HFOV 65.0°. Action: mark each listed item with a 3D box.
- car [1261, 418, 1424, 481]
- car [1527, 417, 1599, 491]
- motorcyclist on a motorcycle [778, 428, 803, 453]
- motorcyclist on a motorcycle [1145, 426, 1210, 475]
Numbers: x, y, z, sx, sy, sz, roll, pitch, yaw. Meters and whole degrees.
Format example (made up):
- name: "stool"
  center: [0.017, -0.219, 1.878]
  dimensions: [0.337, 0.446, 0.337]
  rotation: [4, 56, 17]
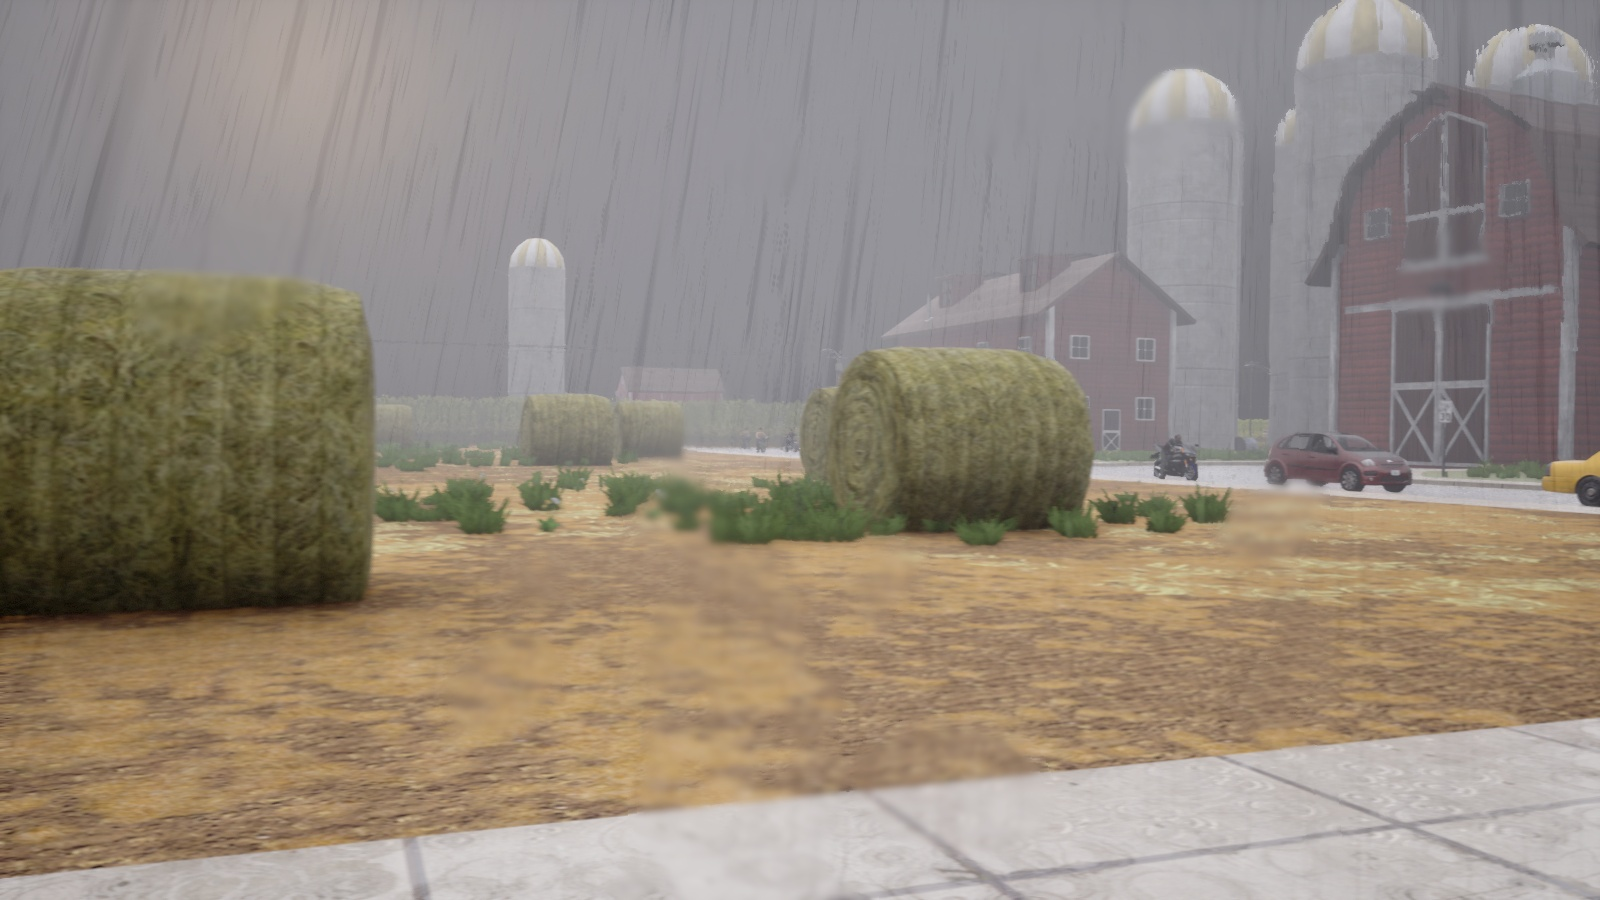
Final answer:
- name: "car"
  center: [14.872, -0.056, 34.670]
  dimensions: [1.851, 1.617, 3.988]
  rotation: [-1, 1, -22]
- name: "car"
  center: [18.260, 0.083, 26.213]
  dimensions: [1.801, 1.575, 5.366]
  rotation: [-1, 1, -22]
- name: "motorcyclist on a motorcycle"
  center: [-0.632, -0.618, 82.774]
  dimensions: [0.766, 1.649, 2.350]
  rotation: [-1, 1, -22]
- name: "motorcyclist on a motorcycle"
  center: [12.319, 0.004, 41.045]
  dimensions: [0.866, 1.530, 2.191]
  rotation: [-1, 1, -22]
